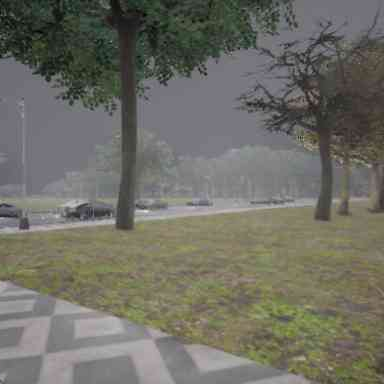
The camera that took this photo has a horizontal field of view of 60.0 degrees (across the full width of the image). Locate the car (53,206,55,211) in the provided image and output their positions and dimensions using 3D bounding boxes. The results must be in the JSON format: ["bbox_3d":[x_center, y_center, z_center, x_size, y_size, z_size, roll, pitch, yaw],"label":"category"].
[{"bbox_3d":[-13.154,1.599,37.156,1.812,1.442,4.674,-1,0,35],"label":"car"}]

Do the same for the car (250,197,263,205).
[{"bbox_3d":[12.401,1.640,61.568,1.994,1.385,4.181,-1,-1,35],"label":"car"}]

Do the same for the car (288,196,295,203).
[{"bbox_3d":[21.513,1.646,74.571,1.812,1.442,4.674,-1,-1,35],"label":"car"}]

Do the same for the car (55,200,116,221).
[{"bbox_3d":[-8.261,1.495,26.981,1.812,1.442,4.674,-1,0,36],"label":"car"}]

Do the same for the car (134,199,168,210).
[{"bbox_3d":[-4.943,1.618,43.090,1.994,1.385,4.181,-1,0,35],"label":"car"}]

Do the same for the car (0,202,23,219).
[{"bbox_3d":[-16.041,1.595,27.451,1.994,1.385,4.181,-1,0,35],"label":"car"}]

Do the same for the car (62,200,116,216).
[{"bbox_3d":[-10.701,1.588,34.989,2.033,1.411,5.357,-1,0,35],"label":"car"}]

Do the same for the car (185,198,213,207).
[{"bbox_3d":[1.162,1.621,51.606,2.033,1.411,5.357,-1,-1,36],"label":"car"}]

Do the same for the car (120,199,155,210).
[{"bbox_3d":[-7.367,1.688,45.282,1.895,1.301,4.718,-1,0,35],"label":"car"}]

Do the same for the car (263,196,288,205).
[{"bbox_3d":[15.059,1.549,59.696,1.837,1.490,4.892,-1,-1,35],"label":"car"}]
